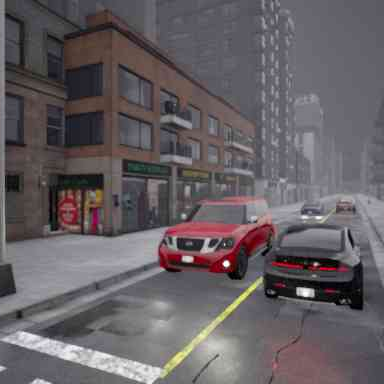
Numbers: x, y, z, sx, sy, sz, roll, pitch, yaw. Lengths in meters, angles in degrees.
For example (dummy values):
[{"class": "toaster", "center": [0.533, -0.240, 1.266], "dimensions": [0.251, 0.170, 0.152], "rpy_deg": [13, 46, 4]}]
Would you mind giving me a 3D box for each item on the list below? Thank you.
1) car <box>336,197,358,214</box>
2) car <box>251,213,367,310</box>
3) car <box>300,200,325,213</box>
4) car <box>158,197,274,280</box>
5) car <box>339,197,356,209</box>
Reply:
[{"class": "car", "center": [16.172, 1.444, 34.852], "dimensions": [2.128, 1.511, 4.902], "rpy_deg": [0, 0, 27]}, {"class": "car", "center": [3.034, 1.497, 7.974], "dimensions": [1.837, 1.490, 4.892], "rpy_deg": [0, 0, 26]}, {"class": "car", "center": [11.958, 1.518, 32.756], "dimensions": [2.033, 1.411, 5.357], "rpy_deg": [0, 0, 26]}, {"class": "car", "center": [1.097, 1.217, 10.511], "dimensions": [2.150, 2.045, 5.566], "rpy_deg": [0, 1, 26]}, {"class": "car", "center": [20.698, 1.412, 44.248], "dimensions": [1.882, 1.535, 5.008], "rpy_deg": [0, 0, 26]}]
